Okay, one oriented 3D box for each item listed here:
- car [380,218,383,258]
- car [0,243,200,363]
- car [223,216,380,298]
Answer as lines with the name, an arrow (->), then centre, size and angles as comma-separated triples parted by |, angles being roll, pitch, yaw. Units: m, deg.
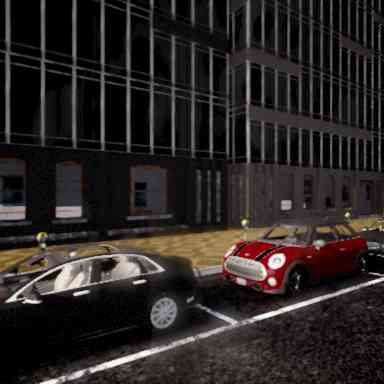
car -> 7.346, 1.573, 11.805 | 4.403, 1.369, 2.008 | 0, 0, -36
car -> -1.921, 1.553, 5.191 | 4.403, 1.369, 2.008 | 0, 0, -36
car -> 2.713, 1.453, 8.499 | 4.097, 1.590, 1.967 | 0, 0, -36
